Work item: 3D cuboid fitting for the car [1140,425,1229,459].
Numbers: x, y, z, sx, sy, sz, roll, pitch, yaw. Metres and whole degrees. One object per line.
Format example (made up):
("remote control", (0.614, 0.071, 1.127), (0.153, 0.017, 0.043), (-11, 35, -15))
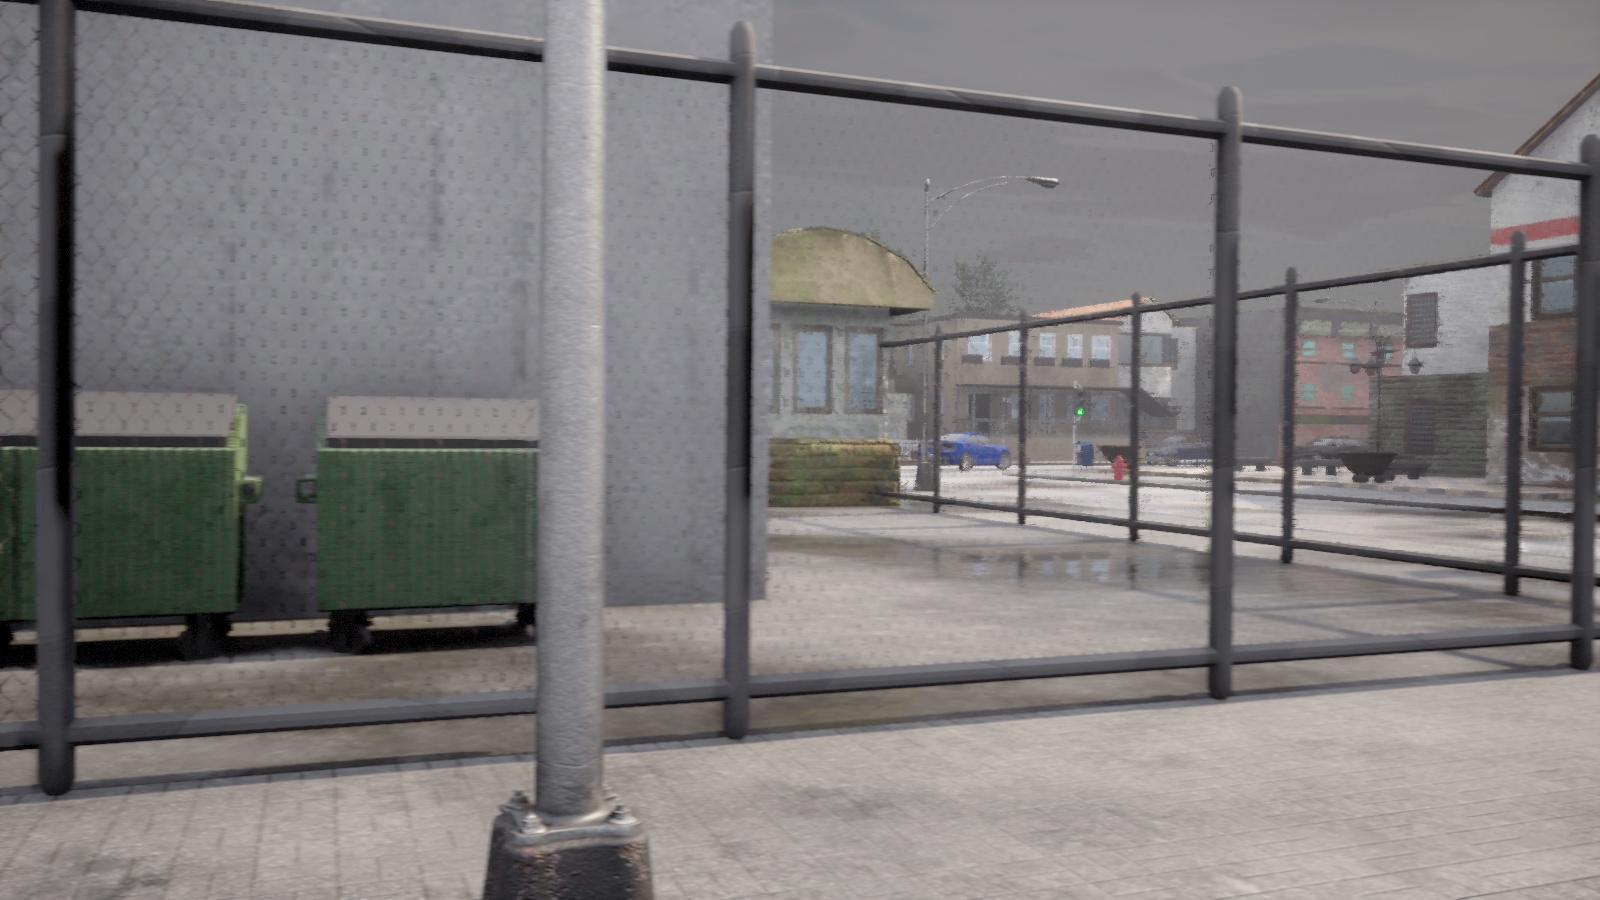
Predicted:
("car", (18.119, -0.383, 59.177), (3.705, 1.549, 1.789), (-1, 1, -21))

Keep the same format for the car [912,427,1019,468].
("car", (6.642, -0.111, 50.055), (1.882, 1.535, 5.008), (-1, 1, 39))

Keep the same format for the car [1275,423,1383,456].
("car", (26.212, -0.521, 62.250), (5.008, 1.535, 1.882), (-1, 1, -21))
